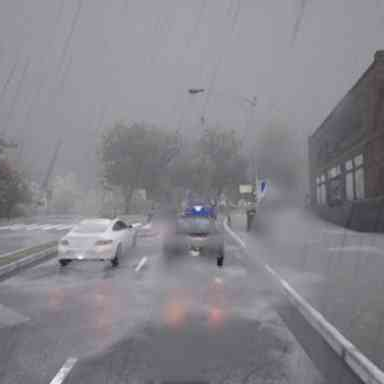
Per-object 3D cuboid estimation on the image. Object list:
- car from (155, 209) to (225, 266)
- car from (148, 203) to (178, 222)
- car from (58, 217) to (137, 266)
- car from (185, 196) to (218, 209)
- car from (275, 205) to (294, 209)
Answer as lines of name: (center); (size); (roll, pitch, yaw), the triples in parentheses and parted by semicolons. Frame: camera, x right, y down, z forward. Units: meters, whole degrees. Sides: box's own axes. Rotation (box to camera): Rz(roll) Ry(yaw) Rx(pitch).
car: (0.071, 1.572, 11.850); (2.128, 1.511, 4.902); (0, -1, 0)
car: (-2.301, 1.653, 27.879); (2.128, 1.511, 4.902); (-1, 0, 7)
car: (-3.173, 1.611, 11.808); (1.812, 1.442, 4.674); (0, 0, 0)
car: (0.817, 1.336, 26.789); (2.150, 2.045, 5.566); (-1, 0, 8)
car: (23.476, 3.886, 84.497); (1.895, 1.301, 4.718); (4, -6, -38)
